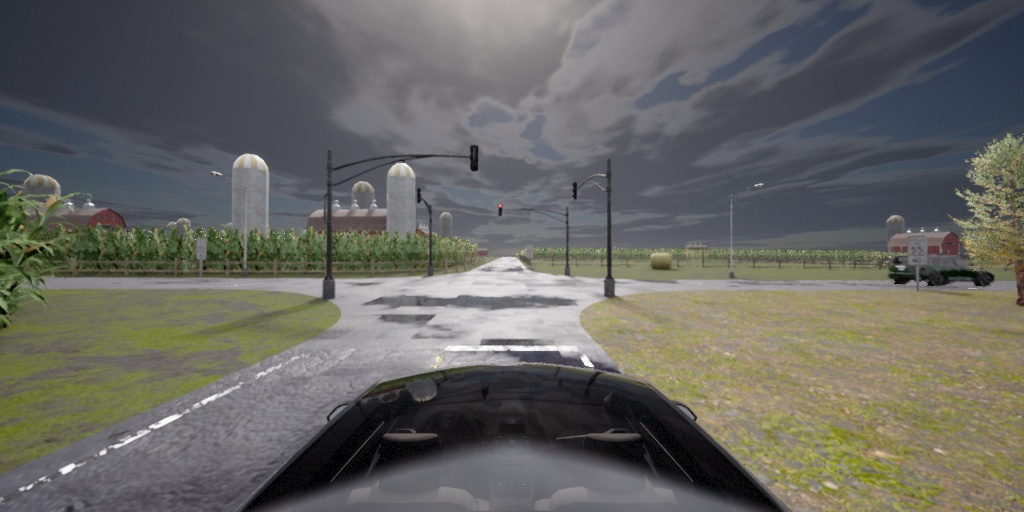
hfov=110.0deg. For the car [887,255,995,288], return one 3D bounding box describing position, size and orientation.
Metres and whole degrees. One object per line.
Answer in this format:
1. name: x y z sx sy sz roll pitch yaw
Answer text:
1. car: 28.010 0.973 23.534 5.566 2.045 2.150 1 -1 -4
